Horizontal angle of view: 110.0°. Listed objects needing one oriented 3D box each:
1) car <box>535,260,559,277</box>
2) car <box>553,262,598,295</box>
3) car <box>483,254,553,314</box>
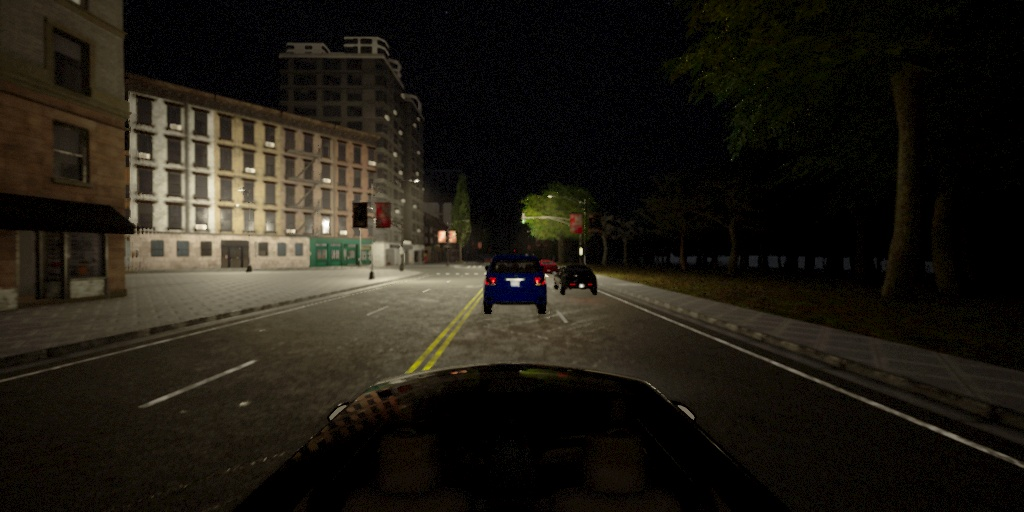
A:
[{"bbox_3d":[3.358,1.170,35.537,1.882,1.535,5.008,0,0,0],"label":"car"},{"bbox_3d":[3.351,1.222,19.535,1.837,1.490,4.892,0,-1,1],"label":"car"},{"bbox_3d":[0.101,0.952,13.857,2.150,2.045,5.566,0,0,0],"label":"car"}]
